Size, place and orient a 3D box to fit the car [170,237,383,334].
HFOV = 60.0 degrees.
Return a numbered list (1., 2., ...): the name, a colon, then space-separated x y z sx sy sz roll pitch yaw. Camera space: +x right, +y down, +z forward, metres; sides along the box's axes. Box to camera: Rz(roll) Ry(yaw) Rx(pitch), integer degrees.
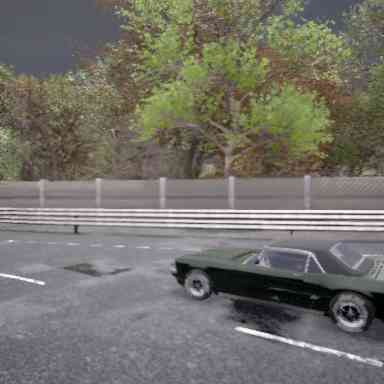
1. car: 1.871 1.592 6.716 4.718 1.301 1.895 0 0 35
